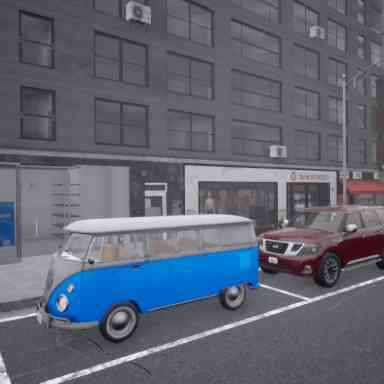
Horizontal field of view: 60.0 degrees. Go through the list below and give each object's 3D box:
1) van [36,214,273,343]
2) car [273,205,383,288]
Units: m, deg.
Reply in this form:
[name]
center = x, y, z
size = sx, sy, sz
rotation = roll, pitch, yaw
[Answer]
[van]
center = -0.559, 1.340, 6.157
size = 3.998, 1.788, 1.690
rotation = 0, -1, -36
[car]
center = 3.974, 1.312, 9.420
size = 5.009, 1.841, 2.192
rotation = 0, -1, -36
